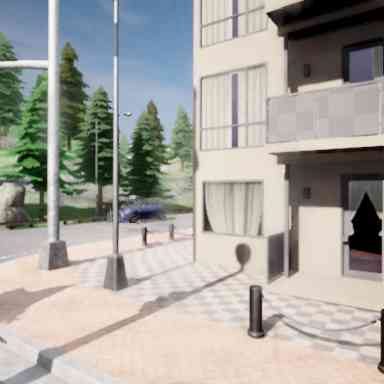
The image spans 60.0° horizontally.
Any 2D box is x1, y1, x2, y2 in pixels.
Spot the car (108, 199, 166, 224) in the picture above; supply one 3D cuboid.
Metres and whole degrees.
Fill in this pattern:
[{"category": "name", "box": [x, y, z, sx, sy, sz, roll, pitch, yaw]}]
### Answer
[{"category": "car", "box": [-3.987, 1.309, 24.572, 2.097, 1.767, 4.553, 0, 0, 35]}]
